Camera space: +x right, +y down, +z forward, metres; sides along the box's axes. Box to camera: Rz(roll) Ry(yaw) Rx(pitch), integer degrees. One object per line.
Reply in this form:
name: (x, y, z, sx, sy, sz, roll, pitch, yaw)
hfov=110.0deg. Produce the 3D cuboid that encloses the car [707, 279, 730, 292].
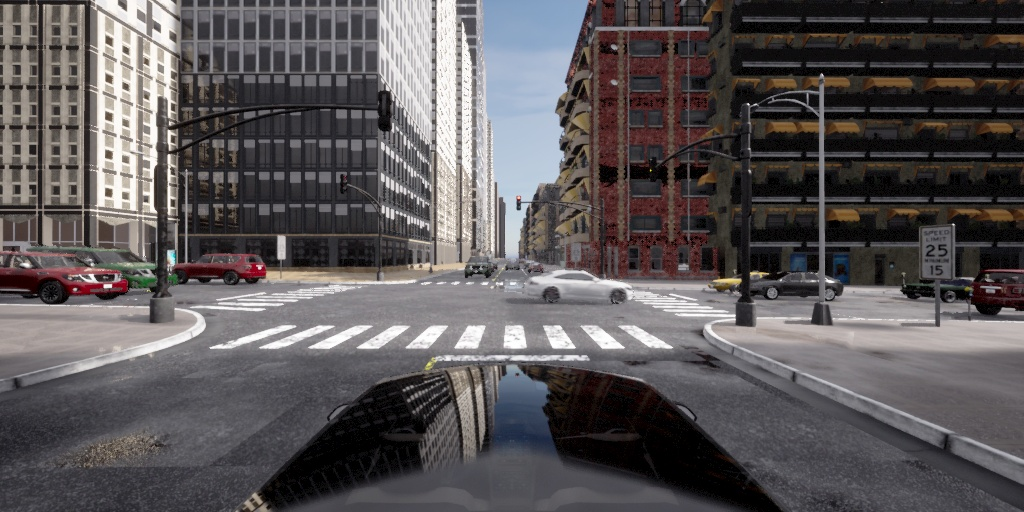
car: (14.639, 1.587, 21.962, 4.829, 1.417, 1.751, 0, 0, 0)

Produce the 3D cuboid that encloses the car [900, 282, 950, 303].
car: (24.213, 1.827, 19.451, 4.718, 1.301, 1.895, 1, 0, -1)

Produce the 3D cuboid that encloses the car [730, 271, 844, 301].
car: (14.922, 1.562, 19.344, 4.892, 1.490, 1.837, 1, 0, 2)

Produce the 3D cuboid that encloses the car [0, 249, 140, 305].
car: (-17.570, 0.757, 13.315, 5.009, 1.841, 2.192, 0, 0, 0)

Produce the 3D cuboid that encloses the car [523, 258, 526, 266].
car: (2.715, 1.317, 54.582, 2.007, 1.370, 4.403, 0, 0, 0)

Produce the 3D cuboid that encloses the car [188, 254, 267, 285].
car: (-17.701, 0.776, 21.695, 5.009, 1.841, 2.192, 0, 0, 0)

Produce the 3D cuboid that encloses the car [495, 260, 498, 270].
car: (-3.074, 1.286, 43.642, 1.812, 1.442, 4.674, 0, 0, 0)

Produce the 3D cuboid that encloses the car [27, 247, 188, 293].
car: (-18.288, 0.653, 15.903, 5.566, 2.045, 2.150, 2, 0, -1)

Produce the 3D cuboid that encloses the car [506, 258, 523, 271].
car: (0.120, 1.328, 50.606, 1.994, 1.385, 4.181, 0, 0, 0)

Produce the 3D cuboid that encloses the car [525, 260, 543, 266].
car: (2.759, 1.341, 41.665, 1.802, 1.307, 4.207, 0, 0, 0)

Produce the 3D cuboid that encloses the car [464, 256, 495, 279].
car: (-3.085, 0.977, 33.568, 2.150, 2.045, 5.566, 0, 0, 0)

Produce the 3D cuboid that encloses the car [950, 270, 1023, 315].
car: (20.604, 1.461, 13.663, 5.009, 1.841, 2.192, 0, 0, 0)

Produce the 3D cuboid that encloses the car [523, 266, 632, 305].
car: (2.960, 1.354, 16.076, 4.674, 1.442, 1.812, 1, 0, 0)

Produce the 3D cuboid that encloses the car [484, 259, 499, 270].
car: (-3.064, 1.244, 53.915, 1.882, 1.535, 5.008, 0, 0, 0)
